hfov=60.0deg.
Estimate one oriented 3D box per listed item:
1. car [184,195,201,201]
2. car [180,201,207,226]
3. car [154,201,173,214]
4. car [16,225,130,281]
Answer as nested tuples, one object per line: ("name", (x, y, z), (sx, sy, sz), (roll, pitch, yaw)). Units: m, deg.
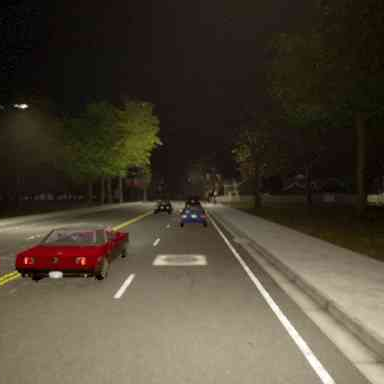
("car", (0.116, 1.452, 47.706), (2.150, 2.045, 5.566), (0, 0, 0))
("car", (0.108, 1.639, 24.124), (2.033, 1.411, 5.357), (0, 0, 0))
("car", (-3.138, 1.705, 37.303), (2.033, 1.411, 5.357), (0, 0, 0))
("car", (-3.146, 1.636, 9.928), (1.895, 1.301, 4.718), (0, 0, 0))
